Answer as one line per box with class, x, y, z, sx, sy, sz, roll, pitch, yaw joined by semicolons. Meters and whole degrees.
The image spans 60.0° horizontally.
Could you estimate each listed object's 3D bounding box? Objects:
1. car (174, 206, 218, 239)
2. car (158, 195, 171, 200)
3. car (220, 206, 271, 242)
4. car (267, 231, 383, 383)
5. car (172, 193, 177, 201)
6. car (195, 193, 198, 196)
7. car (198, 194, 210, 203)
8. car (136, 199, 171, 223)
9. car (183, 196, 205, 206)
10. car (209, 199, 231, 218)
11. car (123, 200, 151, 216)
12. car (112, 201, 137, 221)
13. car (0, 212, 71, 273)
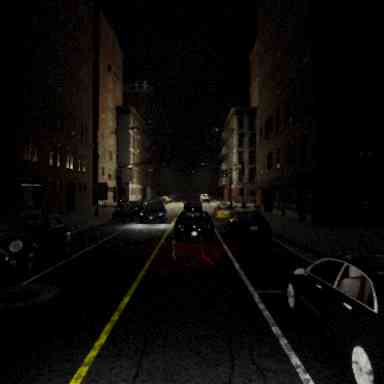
car;0.096;1.610;17.361;1.895;1.301;4.718;0;0;0
car;-5.400;1.573;60.108;2.008;1.369;4.403;0;0;0
car;2.635;1.574;16.191;1.947;1.339;4.313;0;0;0
car;2.637;1.554;4.828;2.008;1.369;4.403;0;0;0
car;-5.424;1.468;81.733;1.967;1.590;4.097;0;0;0
car;2.630;1.344;87.142;2.192;1.841;5.009;0;0;0
car;2.628;1.574;65.517;2.008;1.369;4.403;0;0;0
car;-2.844;1.538;25.469;1.812;1.442;4.674;0;0;0
car;0.094;1.493;34.021;1.882;1.535;5.008;0;0;0
car;2.633;1.539;27.723;1.752;1.417;4.829;0;0;0
car;-5.393;1.566;33.232;2.008;1.369;4.403;0;0;0
car;-5.392;1.595;27.551;1.802;1.307;4.206;0;0;0
car;-5.389;1.446;10.505;1.967;1.590;4.097;0;0;0
